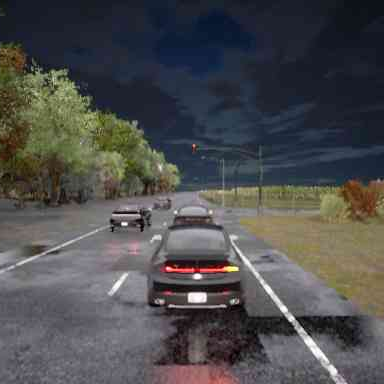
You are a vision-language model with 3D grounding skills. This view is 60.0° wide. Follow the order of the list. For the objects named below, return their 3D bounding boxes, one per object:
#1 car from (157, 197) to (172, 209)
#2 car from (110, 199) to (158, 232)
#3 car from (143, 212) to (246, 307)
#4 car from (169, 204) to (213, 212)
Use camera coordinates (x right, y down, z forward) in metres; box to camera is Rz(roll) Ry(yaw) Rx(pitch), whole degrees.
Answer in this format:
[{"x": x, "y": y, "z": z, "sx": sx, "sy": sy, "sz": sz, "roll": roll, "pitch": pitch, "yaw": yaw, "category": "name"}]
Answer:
[{"x": -3.494, "y": 1.293, "z": 40.551, "sx": 2.128, "sy": 1.511, "sz": 4.902, "roll": 0, "pitch": 0, "yaw": 0, "category": "car"}, {"x": -3.445, "y": 1.397, "z": 19.365, "sx": 2.128, "sy": 1.511, "sz": 4.902, "roll": 0, "pitch": 0, "yaw": 0, "category": "car"}, {"x": 0.081, "y": 1.466, "z": 7.854, "sx": 1.837, "sy": 1.490, "sz": 4.892, "roll": 0, "pitch": 0, "yaw": 0, "category": "car"}, {"x": 0.063, "y": 1.394, "z": 17.099, "sx": 1.882, "sy": 1.535, "sz": 5.008, "roll": 0, "pitch": 0, "yaw": 0, "category": "car"}]
